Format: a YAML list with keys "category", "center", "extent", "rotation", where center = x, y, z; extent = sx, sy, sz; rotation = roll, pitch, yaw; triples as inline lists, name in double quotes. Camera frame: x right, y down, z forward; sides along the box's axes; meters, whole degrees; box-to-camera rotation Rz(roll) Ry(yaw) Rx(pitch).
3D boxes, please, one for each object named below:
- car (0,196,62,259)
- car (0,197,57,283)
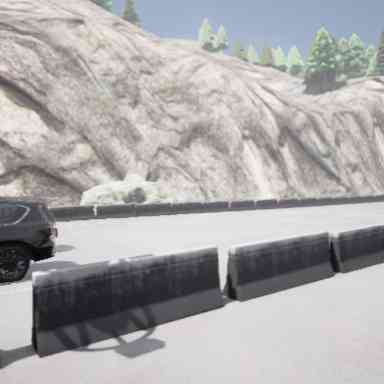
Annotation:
- category: "car"
  center: [-7.649, 1.215, 11.435]
  extent: [5.566, 2.045, 2.150]
  rotation: [-1, 0, -35]
- category: "car"
  center: [-6.298, 1.225, 8.100]
  extent: [5.566, 2.045, 2.150]
  rotation: [-1, 0, -35]
